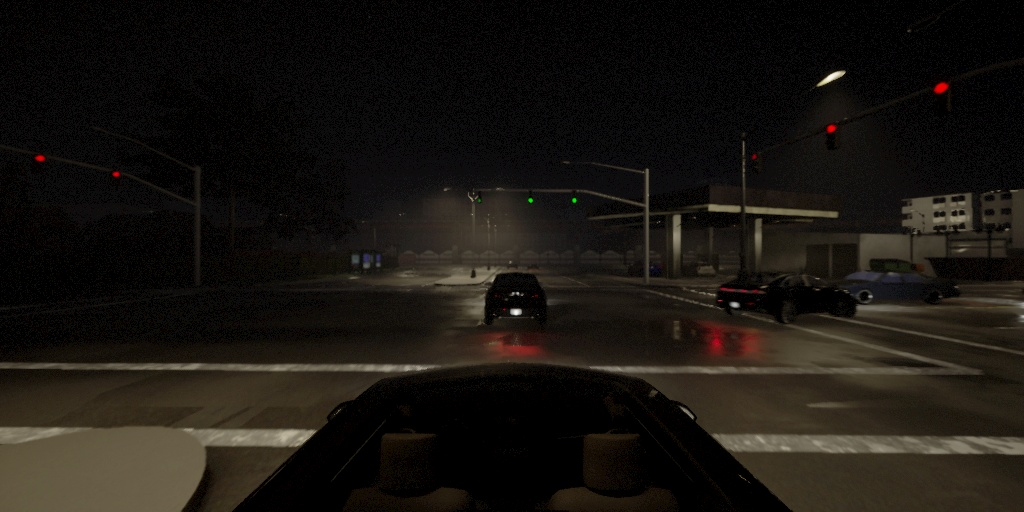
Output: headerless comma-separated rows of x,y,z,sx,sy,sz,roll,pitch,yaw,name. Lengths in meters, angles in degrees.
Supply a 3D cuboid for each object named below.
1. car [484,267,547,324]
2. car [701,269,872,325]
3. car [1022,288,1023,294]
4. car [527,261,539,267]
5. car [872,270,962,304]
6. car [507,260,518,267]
0.117,1.296,12.194,1.837,1.490,4.892,0,0,0,car
9.020,1.274,11.806,4.902,1.511,2.128,0,-1,-22,car
26.025,1.312,16.022,4.674,1.442,1.812,0,0,-1,car
3.592,1.586,61.119,1.895,1.301,4.718,0,0,0,car
16.377,1.341,15.882,5.357,1.411,2.033,0,0,-1,car
0.092,1.479,61.203,2.128,1.511,4.902,0,0,0,car
